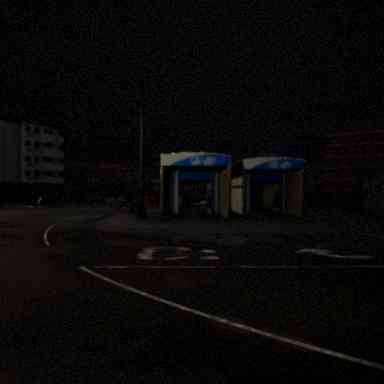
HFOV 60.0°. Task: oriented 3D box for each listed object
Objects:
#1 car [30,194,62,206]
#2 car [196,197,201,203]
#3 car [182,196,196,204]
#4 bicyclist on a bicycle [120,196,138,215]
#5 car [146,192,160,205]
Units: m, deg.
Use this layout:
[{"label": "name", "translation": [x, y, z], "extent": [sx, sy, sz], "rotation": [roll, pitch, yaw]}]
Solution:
[{"label": "car", "translation": [-21.287, 1.060, 48.589], "extent": [2.097, 1.767, 4.553], "rotation": [1, 0, 23]}, {"label": "car", "translation": [-0.101, 1.374, 63.296], "extent": [1.994, 1.385, 4.181], "rotation": [1, 0, 35]}, {"label": "car", "translation": [-2.011, 1.319, 54.422], "extent": [2.128, 1.511, 4.902], "rotation": [1, 0, 35]}, {"label": "bicyclist on a bicycle", "translation": [-5.474, 1.178, 29.030], "extent": [1.656, 1.620, 0.582], "rotation": [0, 0, 1]}, {"label": "car", "translation": [-5.333, 1.021, 55.774], "extent": [2.150, 2.045, 5.566], "rotation": [1, 0, 35]}]
